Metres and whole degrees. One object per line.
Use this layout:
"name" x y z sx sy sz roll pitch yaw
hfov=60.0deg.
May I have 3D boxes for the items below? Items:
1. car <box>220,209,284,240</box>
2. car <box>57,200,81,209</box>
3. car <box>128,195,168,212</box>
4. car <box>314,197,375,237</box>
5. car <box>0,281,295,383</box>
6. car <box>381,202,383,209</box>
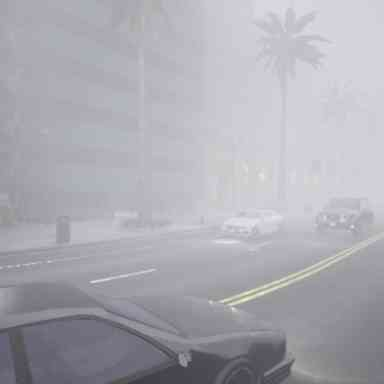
"car" 3.418 1.650 18.080 1.812 1.442 4.674 -1 -1 40
"car" -20.026 1.967 52.082 1.895 1.301 4.718 -1 -1 39
"car" -5.236 1.372 40.948 2.435 2.045 5.566 -1 -1 39
"car" 9.042 1.327 19.399 2.150 2.045 5.566 -1 -1 39
"car" -1.432 1.580 2.823 5.357 1.411 2.033 0 0 -37
"car" 30.001 1.783 50.278 2.033 1.411 5.357 -1 -1 40
